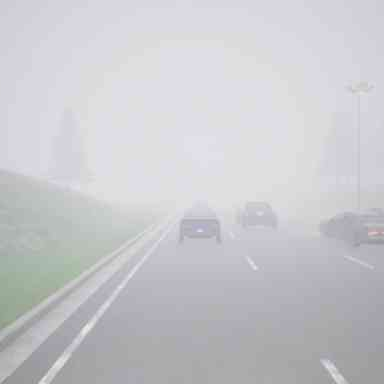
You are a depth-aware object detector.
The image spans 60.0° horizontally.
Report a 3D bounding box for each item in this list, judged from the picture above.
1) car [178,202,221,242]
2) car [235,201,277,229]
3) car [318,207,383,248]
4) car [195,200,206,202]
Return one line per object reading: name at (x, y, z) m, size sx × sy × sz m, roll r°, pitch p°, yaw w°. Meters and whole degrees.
car at (0.392, 1.464, 16.354) m, size 1.882 × 1.535 × 5.008 m, roll 0°, pitch 0°, yaw 1°
car at (4.031, 1.342, 21.534) m, size 2.097 × 1.767 × 4.553 m, roll 0°, pitch 0°, yaw 2°
car at (7.340, 1.551, 14.688) m, size 2.033 × 1.411 × 5.357 m, roll 0°, pitch 0°, yaw 2°
car at (0.890, 1.534, 34.863) m, size 1.994 × 1.385 × 4.181 m, roll 0°, pitch 0°, yaw 2°
